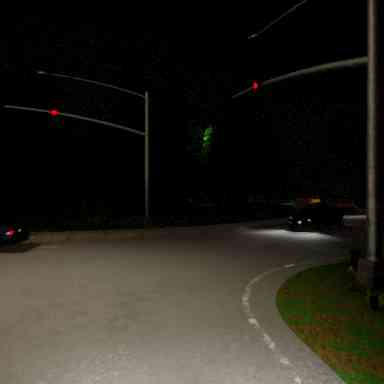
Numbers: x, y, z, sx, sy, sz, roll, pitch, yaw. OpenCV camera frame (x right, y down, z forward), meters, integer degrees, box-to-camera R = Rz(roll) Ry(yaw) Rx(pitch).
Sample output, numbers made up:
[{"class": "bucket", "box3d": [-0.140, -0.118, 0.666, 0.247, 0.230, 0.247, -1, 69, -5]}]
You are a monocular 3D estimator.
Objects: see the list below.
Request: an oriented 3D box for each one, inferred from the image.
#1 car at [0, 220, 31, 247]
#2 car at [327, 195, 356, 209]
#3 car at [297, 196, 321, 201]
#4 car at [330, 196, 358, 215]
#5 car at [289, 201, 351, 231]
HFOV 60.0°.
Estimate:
[{"class": "car", "box3d": [-9.072, 1.520, 12.473, 5.357, 1.411, 2.033, 0, 0, -5]}, {"class": "car", "box3d": [20.758, 1.325, 46.367, 2.097, 1.767, 4.553, 0, 0, 3]}, {"class": "car", "box3d": [19.596, 1.451, 56.078, 1.882, 1.535, 5.008, 0, 0, -16]}, {"class": "car", "box3d": [15.458, 1.451, 33.982, 1.882, 1.535, 5.008, 0, 0, 13]}, {"class": "car", "box3d": [7.720, 1.480, 20.359, 1.837, 1.490, 4.892, 0, 0, 44]}]
